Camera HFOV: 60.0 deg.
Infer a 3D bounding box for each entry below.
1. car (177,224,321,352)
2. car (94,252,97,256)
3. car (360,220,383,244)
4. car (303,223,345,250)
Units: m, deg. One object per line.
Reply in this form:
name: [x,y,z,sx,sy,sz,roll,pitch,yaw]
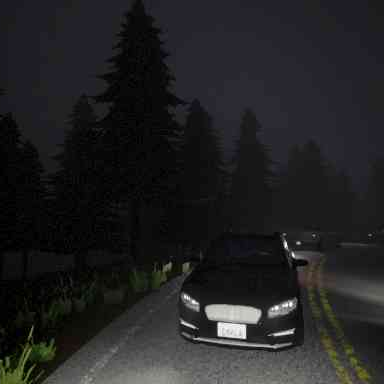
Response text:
car: [1.137,1.562,6.611,2.128,1.511,4.902,-1,-2,15]
car: [-20.230,13.650,72.990,4.181,1.381,1.994,-2,-5,31]
car: [15.875,3.227,26.466,5.566,2.045,2.150,8,-8,-28]
car: [6.516,2.309,17.712,1.895,1.301,4.718,-3,-6,39]
